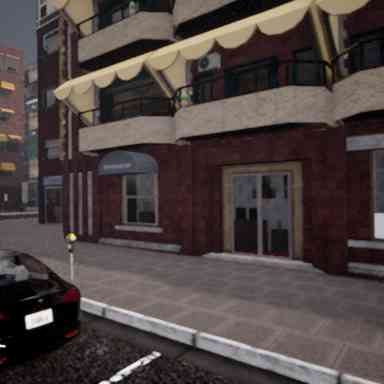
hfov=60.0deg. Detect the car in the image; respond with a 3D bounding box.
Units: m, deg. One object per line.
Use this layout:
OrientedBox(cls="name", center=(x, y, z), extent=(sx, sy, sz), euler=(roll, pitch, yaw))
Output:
OrientedBox(cls="car", center=(-3.555, 1.599, 5.280), extent=(4.313, 1.339, 1.947), euler=(0, -1, 36))
